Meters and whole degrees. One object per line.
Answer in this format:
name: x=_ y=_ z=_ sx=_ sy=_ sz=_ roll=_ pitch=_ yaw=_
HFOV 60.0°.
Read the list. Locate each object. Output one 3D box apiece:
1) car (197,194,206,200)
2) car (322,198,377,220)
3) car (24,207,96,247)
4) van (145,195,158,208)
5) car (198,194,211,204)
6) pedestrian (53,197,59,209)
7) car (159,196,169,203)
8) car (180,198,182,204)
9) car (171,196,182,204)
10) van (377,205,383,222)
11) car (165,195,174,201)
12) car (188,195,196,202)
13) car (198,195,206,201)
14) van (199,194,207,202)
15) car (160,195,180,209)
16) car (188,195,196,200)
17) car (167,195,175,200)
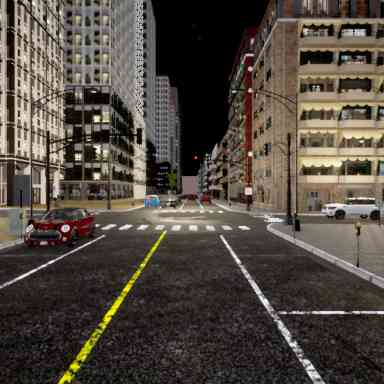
car: x=2.627 y=1.357 z=91.672 sx=2.192 sy=1.841 sz=5.009 roll=0 pitch=0 yaw=0
car: x=15.265 y=1.545 z=31.460 sx=5.566 sy=2.045 sz=2.150 roll=1 pitch=0 yaw=-2
car: x=-5.701 y=1.441 z=14.784 sx=1.967 sy=1.590 sz=4.097 roll=0 pitch=0 yaw=0
van: x=-5.723 y=1.351 z=47.259 sx=1.690 sy=1.788 sz=3.998 roll=0 pitch=0 yaw=0
car: x=2.646 y=1.335 z=63.918 sx=2.192 sy=1.841 sz=5.009 roll=0 pitch=0 yaw=0
pedestrian: x=-8.225 y=1.143 z=20.117 sx=0.375 sy=1.860 sz=0.375 roll=0 pitch=0 yaw=0
car: x=-5.738 y=1.549 z=69.292 sx=1.752 sy=1.417 sz=4.829 roll=0 pitch=0 yaw=0
car: x=-3.126 y=1.506 z=55.650 sx=2.128 sy=1.511 sz=4.902 roll=0 pitch=0 yaw=0
car: x=-3.078 y=1.585 z=65.657 sx=1.994 sy=1.385 sz=4.181 roll=0 pitch=0 yaw=1
van: x=16.913 y=1.705 z=25.533 sx=3.998 sy=1.788 sz=1.690 roll=1 pitch=-1 yaw=0
car: x=-5.749 y=1.477 z=86.115 sx=1.967 sy=1.590 sz=4.097 roll=0 pitch=0 yaw=0
car: x=-0.048 y=1.498 z=76.341 sx=1.882 sy=1.535 sz=5.008 roll=0 pitch=0 yaw=0
car: x=2.632 y=1.587 z=86.121 sx=2.008 sy=1.369 sz=4.403 roll=0 pitch=0 yaw=0
van: x=2.635 y=1.373 z=80.571 sx=1.690 sy=1.788 sz=3.998 roll=0 pitch=0 yaw=0
car: x=-3.128 y=1.501 z=46.190 sx=2.128 sy=1.511 sz=4.902 roll=0 pitch=0 yaw=0
car: x=-0.056 y=1.482 z=86.794 sx=1.895 sy=1.301 sz=4.718 roll=0 pitch=0 yaw=0
car: x=-5.753 y=1.567 z=91.496 sx=1.752 sy=1.417 sz=4.829 roll=0 pitch=0 yaw=0
